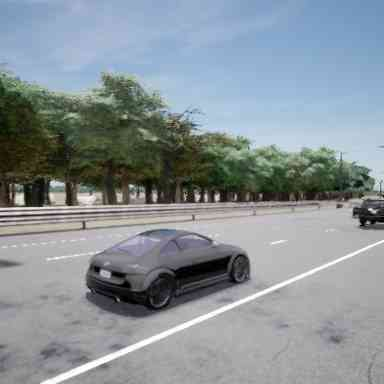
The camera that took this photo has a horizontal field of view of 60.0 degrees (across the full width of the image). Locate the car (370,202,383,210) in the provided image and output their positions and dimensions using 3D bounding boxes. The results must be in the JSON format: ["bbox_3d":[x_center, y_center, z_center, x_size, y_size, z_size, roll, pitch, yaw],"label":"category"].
[{"bbox_3d":[32.609,2.386,58.231,1.895,1.301,4.718,0,0,38],"label":"car"}]

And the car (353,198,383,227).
[{"bbox_3d":[13.889,1.487,24.272,2.150,2.045,5.566,1,0,40],"label":"car"}]

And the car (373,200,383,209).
[{"bbox_3d":[35.471,2.332,62.198,2.128,1.511,4.902,0,-1,37],"label":"car"}]

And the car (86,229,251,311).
[{"bbox_3d":[-0.348,1.583,7.980,1.994,1.385,4.181,1,0,42],"label":"car"}]
